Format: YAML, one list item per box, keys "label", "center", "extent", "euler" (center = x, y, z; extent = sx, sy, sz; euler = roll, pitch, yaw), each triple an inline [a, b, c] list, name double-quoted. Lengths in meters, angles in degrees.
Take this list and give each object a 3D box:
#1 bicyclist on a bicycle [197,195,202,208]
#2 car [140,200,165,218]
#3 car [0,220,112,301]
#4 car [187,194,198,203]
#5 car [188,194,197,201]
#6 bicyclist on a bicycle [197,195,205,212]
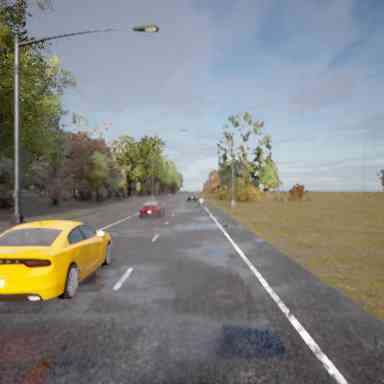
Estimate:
- label: "bicyclist on a bicycle"
  center: [0.994, 1.274, 44.416]
  extent: [0.582, 1.620, 1.656]
  euler: [0, 0, 0]
- label: "car"
  center: [-3.381, 1.409, 28.747]
  extent: [1.812, 1.442, 4.674]
  euler: [0, 0, 0]
- label: "car"
  center: [-3.394, 1.443, 8.304]
  extent: [1.882, 1.535, 5.008]
  euler: [0, 0, 0]
- label: "car"
  center: [0.047, 1.095, 64.035]
  extent: [2.097, 1.767, 4.553]
  euler: [0, 0, 0]
- label: "car"
  center: [0.055, 1.243, 77.463]
  extent: [1.994, 1.385, 4.181]
  euler: [0, 0, 0]
- label: "bicyclist on a bicycle"
  center: [0.995, 1.296, 34.995]
  extent: [0.866, 1.612, 1.509]
  euler: [0, -1, 0]
